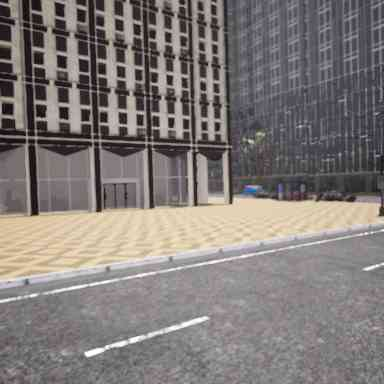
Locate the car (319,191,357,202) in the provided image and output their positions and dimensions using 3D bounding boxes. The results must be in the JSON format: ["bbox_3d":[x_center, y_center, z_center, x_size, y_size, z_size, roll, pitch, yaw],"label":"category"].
[{"bbox_3d":[17.211,0.530,39.419,1.947,1.339,4.313,-2,2,-34],"label":"car"}]

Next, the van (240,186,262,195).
[{"bbox_3d":[11.578,-0.265,63.020,1.690,1.788,3.998,-2,2,-34],"label":"van"}]

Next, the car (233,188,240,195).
[{"bbox_3d":[8.412,-0.083,67.743,1.802,1.307,4.206,-2,2,-34],"label":"car"}]

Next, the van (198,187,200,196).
[{"bbox_3d":[1.457,0.013,63.067,1.690,1.788,3.998,-2,2,-34],"label":"van"}]

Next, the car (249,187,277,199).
[{"bbox_3d":[10.930,0.413,48.896,1.947,1.339,4.313,-2,2,-34],"label":"car"}]

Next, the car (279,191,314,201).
[{"bbox_3d":[14.054,0.488,44.148,1.802,1.307,4.206,-2,2,-34],"label":"car"}]
